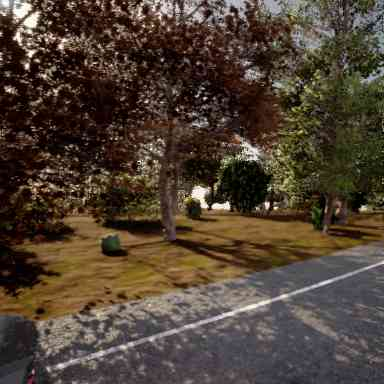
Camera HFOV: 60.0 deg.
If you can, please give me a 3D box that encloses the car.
[{"bbox_3d":[-3.271,1.516,1.473,4.892,1.490,1.837,0,0,-35],"label":"car"}]
